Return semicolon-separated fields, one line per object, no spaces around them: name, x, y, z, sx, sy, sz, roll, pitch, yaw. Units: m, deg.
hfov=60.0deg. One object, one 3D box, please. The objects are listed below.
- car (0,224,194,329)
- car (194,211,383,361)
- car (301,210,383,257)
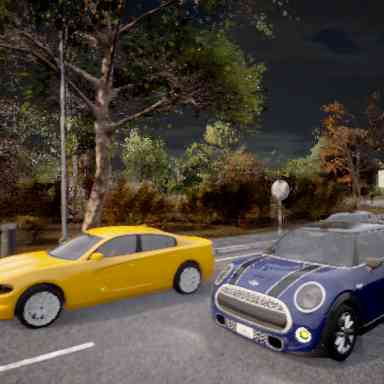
car;-1.755;1.506;7.216;5.008;1.535;1.882;0;0;-37
car;2.505;1.375;6.116;4.553;1.767;2.097;0;0;-39
car;6.787;1.596;14.216;4.892;1.490;1.837;1;-1;-42
